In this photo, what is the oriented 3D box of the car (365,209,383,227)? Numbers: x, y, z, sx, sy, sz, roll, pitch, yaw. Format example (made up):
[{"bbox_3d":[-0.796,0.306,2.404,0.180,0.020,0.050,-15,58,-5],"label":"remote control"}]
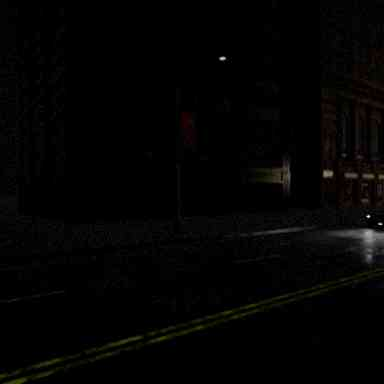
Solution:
[{"bbox_3d":[12.872,1.559,20.845,4.718,1.301,1.895,0,0,-35],"label":"car"}]
